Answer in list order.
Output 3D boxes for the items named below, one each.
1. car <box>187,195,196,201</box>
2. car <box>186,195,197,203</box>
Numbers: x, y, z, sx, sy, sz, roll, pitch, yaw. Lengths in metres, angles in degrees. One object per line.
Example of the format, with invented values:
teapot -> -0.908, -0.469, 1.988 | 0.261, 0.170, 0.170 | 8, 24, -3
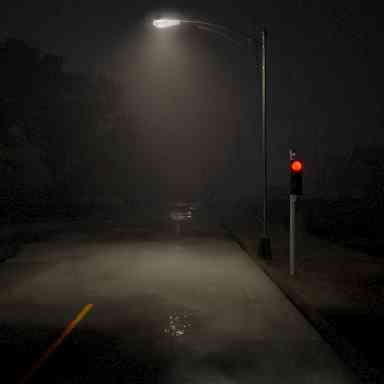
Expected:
car -> -0.084, 1.427, 77.535 | 1.895, 1.301, 4.718 | 0, 0, 0
car -> -0.073, 1.525, 67.501 | 1.812, 1.442, 4.674 | 0, 0, 0
